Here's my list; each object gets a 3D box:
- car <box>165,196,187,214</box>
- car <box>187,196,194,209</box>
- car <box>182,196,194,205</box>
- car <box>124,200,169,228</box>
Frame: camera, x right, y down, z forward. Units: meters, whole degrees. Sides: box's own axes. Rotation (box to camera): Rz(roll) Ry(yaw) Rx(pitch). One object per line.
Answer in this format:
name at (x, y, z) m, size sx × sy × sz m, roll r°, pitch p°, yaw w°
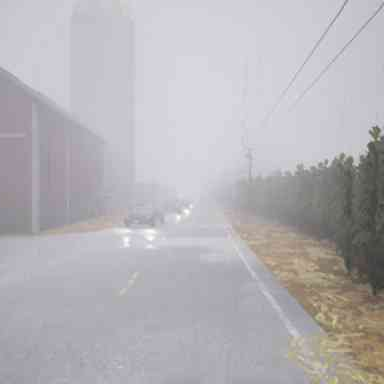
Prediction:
car at (-2.074, 1.330, 34.275) m, size 2.097 × 1.767 × 4.553 m, roll 0°, pitch 0°, yaw 4°
car at (-1.249, 1.573, 45.865) m, size 1.895 × 1.301 × 4.718 m, roll 0°, pitch 0°, yaw 4°
car at (-0.662, 1.456, 59.309) m, size 2.128 × 1.511 × 4.902 m, roll 0°, pitch 0°, yaw 1°
car at (-3.088, 1.512, 22.534) m, size 1.812 × 1.442 × 4.674 m, roll 0°, pitch 0°, yaw 8°
